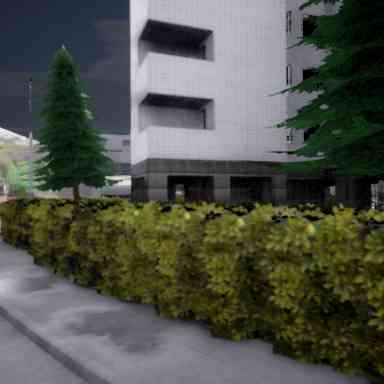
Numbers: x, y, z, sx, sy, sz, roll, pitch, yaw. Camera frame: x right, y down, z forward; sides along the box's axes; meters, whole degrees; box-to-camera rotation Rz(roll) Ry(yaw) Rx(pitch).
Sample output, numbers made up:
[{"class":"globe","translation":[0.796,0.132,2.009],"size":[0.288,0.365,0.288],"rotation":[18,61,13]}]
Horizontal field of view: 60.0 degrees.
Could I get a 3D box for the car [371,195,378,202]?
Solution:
[{"class":"car","translation":[40.648,1.534,73.077],"size":[3.806,1.475,1.970],"rotation":[0,0,-21]}]
